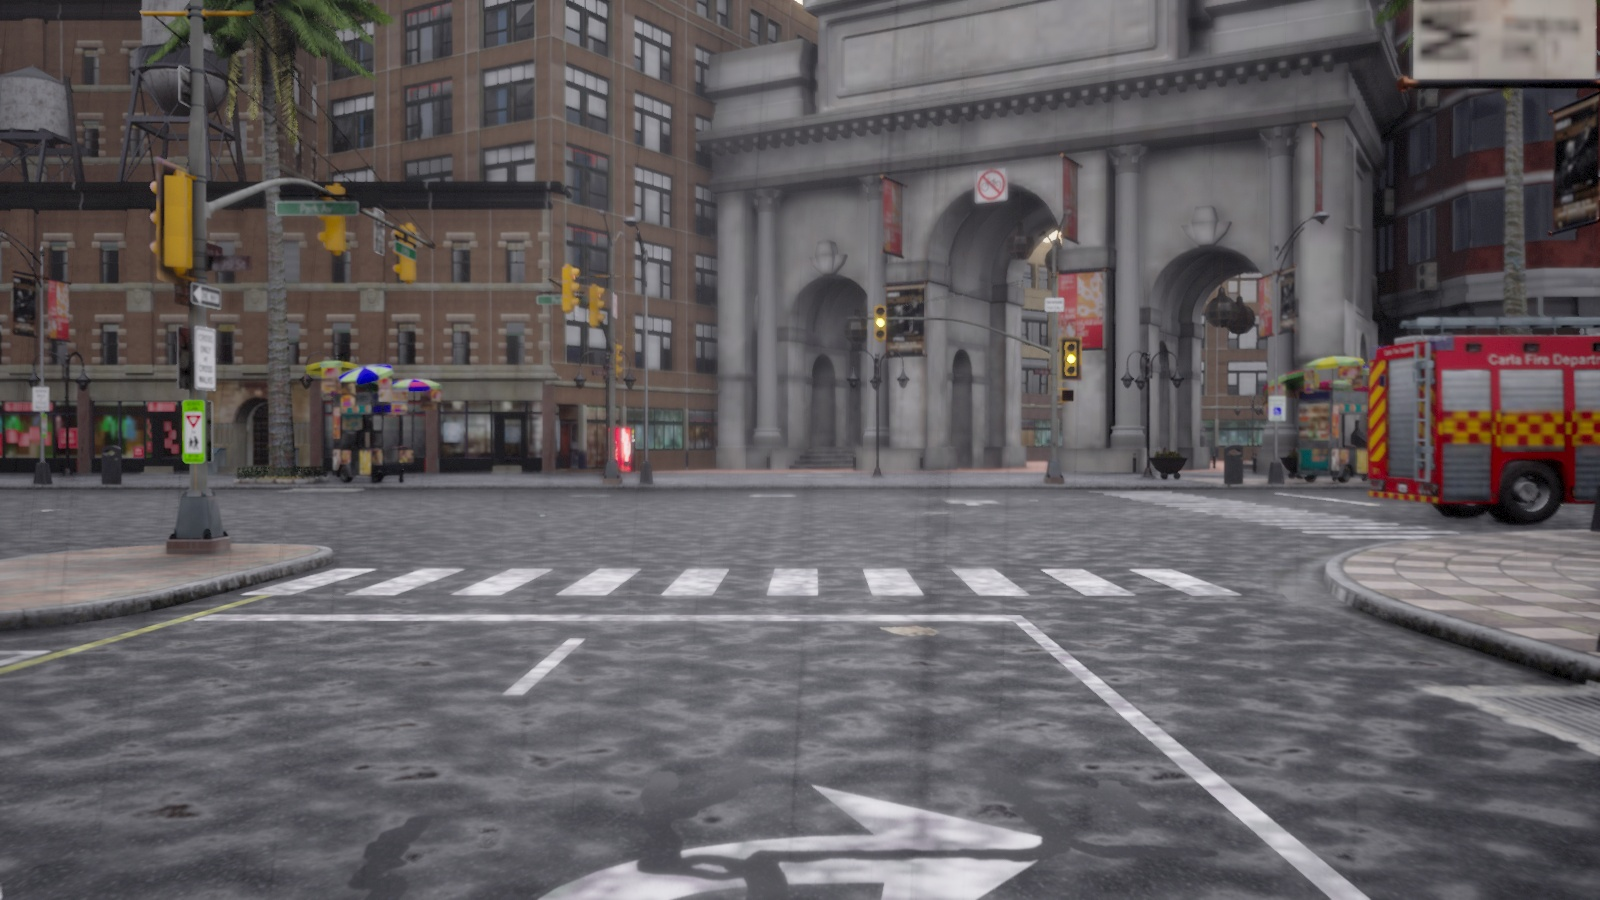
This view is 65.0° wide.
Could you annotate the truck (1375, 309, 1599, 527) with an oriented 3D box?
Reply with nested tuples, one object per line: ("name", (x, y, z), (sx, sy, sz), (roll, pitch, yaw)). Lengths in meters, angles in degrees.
("truck", (15.640, -0.568, 23.454), (8.468, 3.827, 2.891), (0, 0, 1))
